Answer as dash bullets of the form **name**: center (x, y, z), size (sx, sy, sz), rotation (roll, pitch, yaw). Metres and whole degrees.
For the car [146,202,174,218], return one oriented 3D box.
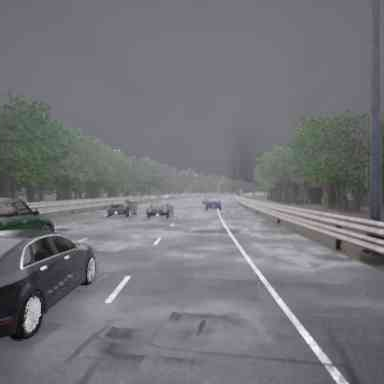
- **car**: center (-2.664, 1.543, 28.931), size (1.895, 1.301, 4.718), rotation (0, 0, 3)

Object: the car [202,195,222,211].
- **car**: center (2.552, 1.400, 39.623), size (1.882, 1.535, 5.008), rotation (0, 0, 4)

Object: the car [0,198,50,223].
- **car**: center (-6.761, 1.198, 11.310), size (2.150, 2.045, 5.566), rotation (0, 0, 1)

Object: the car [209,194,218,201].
- **car**: center (5.120, 1.325, 79.041), size (1.812, 1.442, 4.674), rotation (0, 0, 8)

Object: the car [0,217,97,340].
- **car**: center (-3.332, 1.494, 6.500), size (1.837, 1.490, 4.892), rotation (0, 0, 1)

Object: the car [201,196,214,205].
- **car**: center (2.802, 1.429, 58.588), size (2.033, 1.411, 5.357), rotation (0, 0, 6)

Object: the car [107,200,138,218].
- **car**: center (-6.122, 1.443, 29.756), size (1.837, 1.490, 4.892), rotation (0, 0, 3)
